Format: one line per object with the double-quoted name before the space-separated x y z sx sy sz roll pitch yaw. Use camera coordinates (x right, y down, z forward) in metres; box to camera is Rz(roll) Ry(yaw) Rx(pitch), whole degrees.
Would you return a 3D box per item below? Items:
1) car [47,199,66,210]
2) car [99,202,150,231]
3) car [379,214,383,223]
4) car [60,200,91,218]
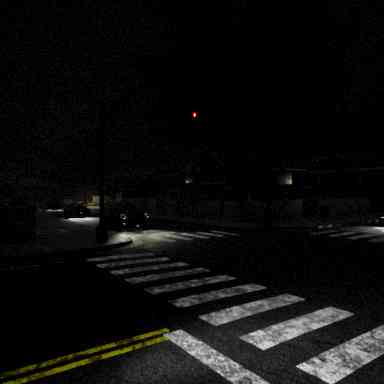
"car" -20.855 1.939 50.334 2.033 1.411 5.357 0 0 -26
"car" -4.589 1.519 22.355 2.097 1.767 4.553 0 0 -34
"car" 14.533 1.511 22.021 5.357 1.411 2.033 0 0 -35
"car" -11.470 1.819 33.115 1.994 1.385 4.181 0 0 -31
